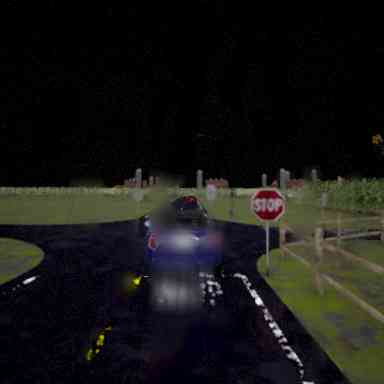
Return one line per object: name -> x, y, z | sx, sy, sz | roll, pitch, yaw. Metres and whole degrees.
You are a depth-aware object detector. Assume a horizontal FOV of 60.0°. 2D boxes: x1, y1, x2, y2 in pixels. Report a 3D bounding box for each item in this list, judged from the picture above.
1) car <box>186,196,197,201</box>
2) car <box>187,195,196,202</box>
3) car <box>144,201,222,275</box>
car -> -0.089, 1.433, 64.304 | 1.882, 1.535, 5.008 | 0, 0, 0
car -> -0.104, 1.444, 74.754 | 1.895, 1.301, 4.718 | 0, 0, 0
car -> -0.444, 1.348, 10.695 | 2.097, 1.767, 4.553 | 0, 0, -7
